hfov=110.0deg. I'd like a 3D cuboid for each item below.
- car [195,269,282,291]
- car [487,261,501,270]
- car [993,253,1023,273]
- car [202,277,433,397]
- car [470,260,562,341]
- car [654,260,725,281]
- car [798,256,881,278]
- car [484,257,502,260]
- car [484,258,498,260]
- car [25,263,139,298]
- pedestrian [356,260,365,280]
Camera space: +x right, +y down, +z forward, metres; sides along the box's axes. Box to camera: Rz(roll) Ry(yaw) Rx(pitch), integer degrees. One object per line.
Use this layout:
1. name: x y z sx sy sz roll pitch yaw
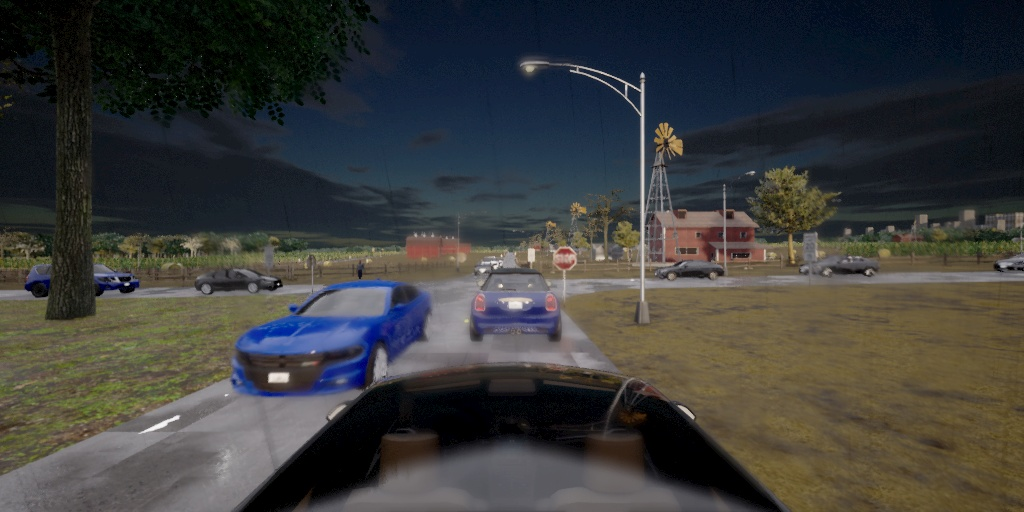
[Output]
1. car: -17.291 1.593 22.814 4.892 1.490 1.837 -1 1 0
2. car: -2.876 1.495 58.877 2.033 1.411 5.357 0 -1 1
3. car: 37.520 0.450 25.532 4.902 1.511 2.128 -1 1 0
4. car: -2.869 1.226 6.912 1.882 1.535 5.008 0 0 0
5. car: 0.085 1.102 9.976 2.097 1.767 4.553 0 0 0
6. car: 12.658 0.988 25.690 4.674 1.442 1.812 -1 1 2
7. car: 23.281 0.742 25.608 4.902 1.511 2.128 -1 1 0
8. car: -2.901 1.085 48.551 2.150 2.045 5.566 0 0 0
9. car: -2.899 1.297 37.835 2.128 1.511 4.902 0 0 0
10. car: -27.286 1.493 22.844 5.566 2.045 2.150 -1 1 0
11. pedestrian: -12.195 1.208 28.764 0.375 1.860 0.375 0 2 0
